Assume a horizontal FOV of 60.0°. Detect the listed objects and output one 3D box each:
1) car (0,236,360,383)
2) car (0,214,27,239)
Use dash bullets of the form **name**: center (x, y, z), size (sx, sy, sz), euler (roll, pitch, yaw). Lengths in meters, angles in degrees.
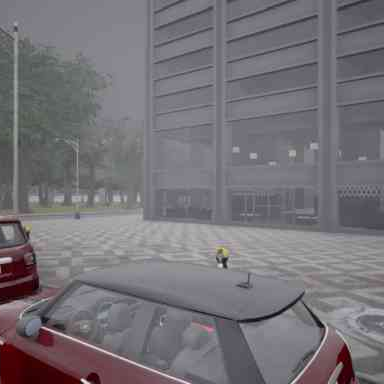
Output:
- **car**: center (-0.614, 1.440, 3.398), size (4.097, 1.590, 1.967), euler (0, 0, 35)
- **car**: center (-5.043, 1.315, 6.552), size (5.009, 1.841, 2.192), euler (0, 0, 35)
